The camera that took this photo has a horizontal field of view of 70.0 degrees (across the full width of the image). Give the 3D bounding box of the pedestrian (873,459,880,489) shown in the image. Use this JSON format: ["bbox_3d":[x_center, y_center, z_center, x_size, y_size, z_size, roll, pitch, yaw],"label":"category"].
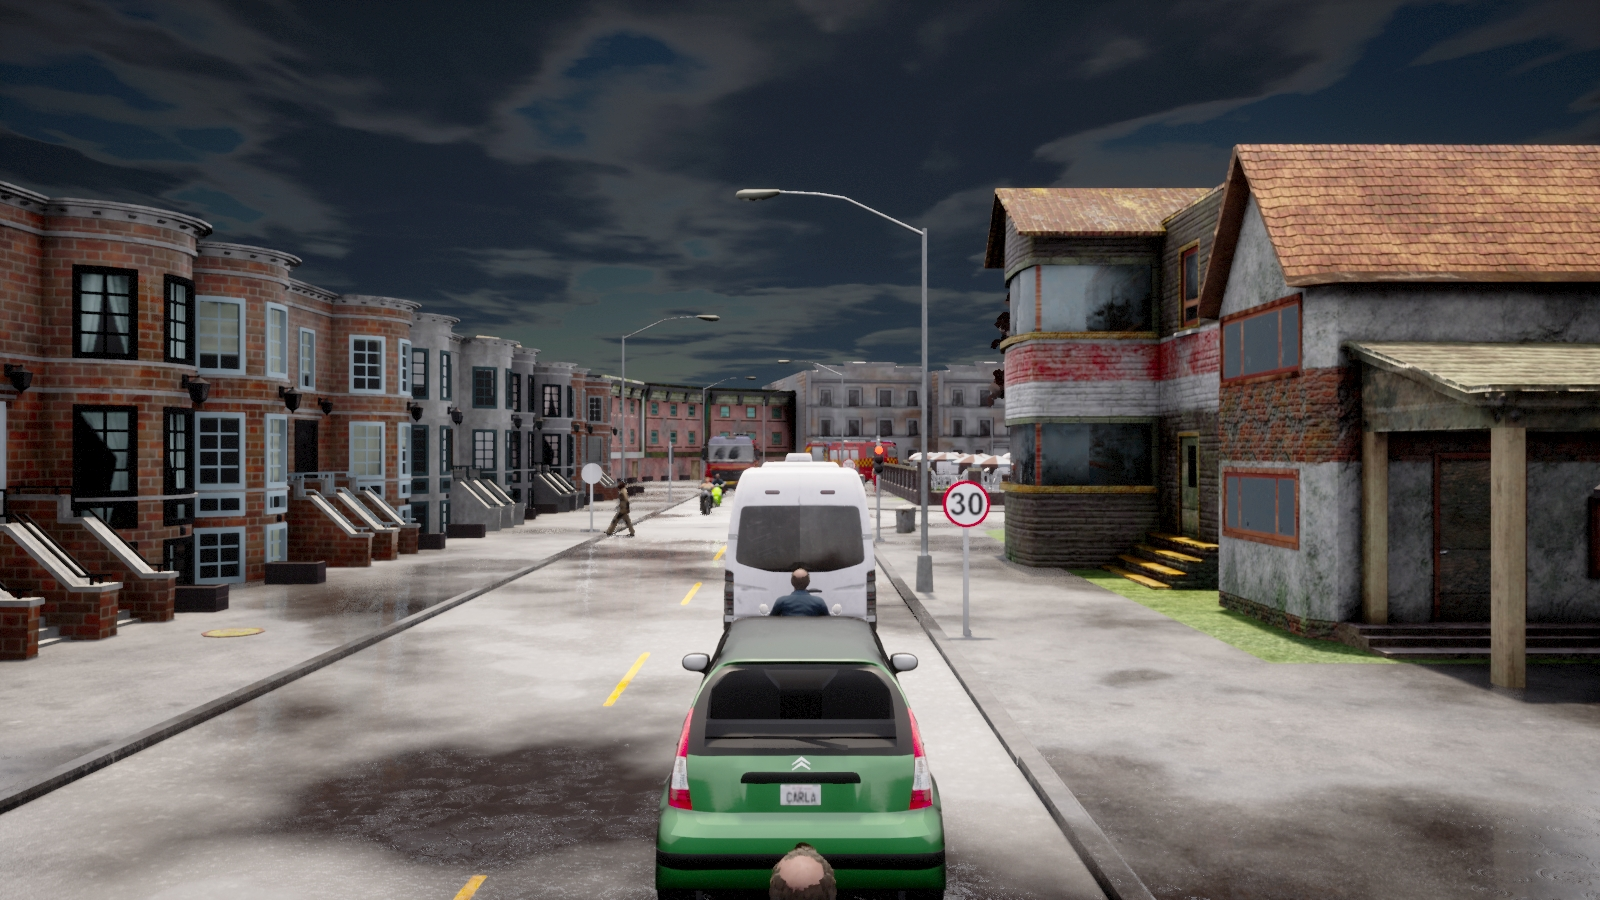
[{"bbox_3d":[4.758,1.499,71.243,0.375,1.860,0.375,0,0,0],"label":"pedestrian"}]

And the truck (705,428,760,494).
[{"bbox_3d":[-4.029,0.644,69.904,2.891,3.827,8.468,0,0,0],"label":"truck"}]

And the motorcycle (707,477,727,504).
[{"bbox_3d":[-4.009,1.941,55.515,0.856,1.236,1.805,0,0,0],"label":"motorcycle"}]

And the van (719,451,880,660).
[{"bbox_3d":[-0.006,1.308,17.043,1.988,2.561,5.915,0,0,0],"label":"van"}]

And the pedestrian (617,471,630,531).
[{"bbox_3d":[-5.612,1.615,36.273,0.375,1.860,0.375,0,0,-3],"label":"pedestrian"}]

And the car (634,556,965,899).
[{"bbox_3d":[-0.003,1.776,8.385,1.851,1.617,3.988,0,0,0],"label":"car"}]

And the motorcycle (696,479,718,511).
[{"bbox_3d":[-4.005,1.931,49.143,0.764,1.277,2.356,0,0,0],"label":"motorcycle"}]

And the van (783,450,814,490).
[{"bbox_3d":[-0.061,1.285,76.066,1.988,2.561,5.915,0,0,0],"label":"van"}]
